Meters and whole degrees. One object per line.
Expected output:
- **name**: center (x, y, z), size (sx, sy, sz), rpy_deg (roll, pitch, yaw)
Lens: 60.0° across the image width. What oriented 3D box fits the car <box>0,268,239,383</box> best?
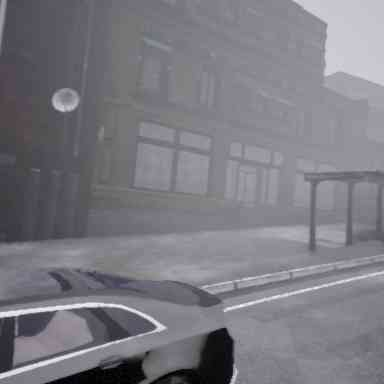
- **car**: center (-1.848, 1.490, 2.599), size (4.902, 1.511, 2.128), rpy_deg (0, 0, -35)
